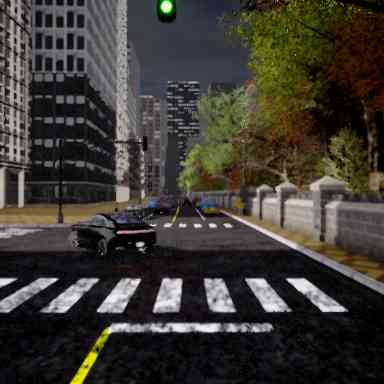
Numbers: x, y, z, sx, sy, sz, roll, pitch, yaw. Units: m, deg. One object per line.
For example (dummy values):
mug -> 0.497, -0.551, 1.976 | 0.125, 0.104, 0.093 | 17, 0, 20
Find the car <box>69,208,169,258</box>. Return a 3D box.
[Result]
car -> -3.292, 1.576, 13.248 | 2.128, 1.511, 4.902 | 1, -1, -39

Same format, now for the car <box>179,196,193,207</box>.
car -> -1.062, 2.021, 62.388 | 1.812, 1.442, 4.674 | 0, 0, -2

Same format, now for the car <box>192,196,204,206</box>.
car -> 1.208, 1.872, 70.735 | 2.192, 1.841, 5.009 | 0, 0, -2

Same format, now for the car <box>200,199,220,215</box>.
car -> 2.166, 1.830, 37.643 | 1.752, 1.417, 4.829 | 0, 0, -1

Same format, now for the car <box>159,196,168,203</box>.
car -> -7.508, 1.992, 87.039 | 2.192, 1.841, 5.009 | 0, 0, -3

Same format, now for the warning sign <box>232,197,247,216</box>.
warning sign -> 4.647, 1.378, 32.393 | 1.300, 1.860, 1.060 | 0, 0, -1

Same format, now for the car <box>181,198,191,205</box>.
car -> -1.421, 1.942, 72.397 | 2.033, 1.411, 5.357 | 0, 0, -2

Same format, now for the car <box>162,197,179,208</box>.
car -> -3.630, 1.926, 54.173 | 2.128, 1.511, 4.902 | 0, -1, -1

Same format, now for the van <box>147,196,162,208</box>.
van -> -6.259, 1.772, 53.777 | 1.690, 1.788, 3.998 | 0, 0, -2

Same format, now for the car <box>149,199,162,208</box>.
car -> -6.427, 2.018, 59.319 | 1.887, 1.381, 4.507 | 0, 0, -2

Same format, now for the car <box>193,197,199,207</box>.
car -> 1.587, 2.001, 59.813 | 1.752, 1.417, 4.829 | 0, 0, -2

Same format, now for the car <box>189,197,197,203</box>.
car -> 0.238, 2.244, 93.073 | 1.752, 1.417, 4.829 | 0, 0, -3

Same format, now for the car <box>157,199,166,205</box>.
car -> -7.028, 2.178, 75.953 | 1.802, 1.307, 4.206 | 0, 0, -2

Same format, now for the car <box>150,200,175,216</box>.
car -> -3.243, 1.903, 37.196 | 1.895, 1.301, 4.718 | 0, 0, -1

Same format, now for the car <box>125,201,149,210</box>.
car -> -5.602, 1.809, 31.600 | 2.008, 1.369, 4.403 | 0, 0, -1

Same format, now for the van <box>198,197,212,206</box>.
van -> 2.048, 1.688, 43.018 | 1.690, 1.788, 3.998 | 0, 0, -1
